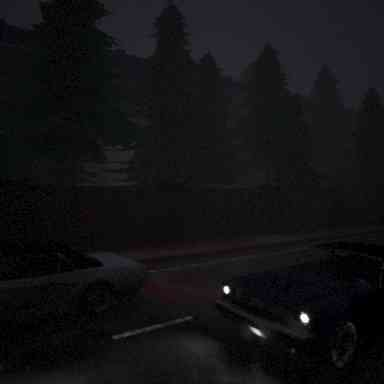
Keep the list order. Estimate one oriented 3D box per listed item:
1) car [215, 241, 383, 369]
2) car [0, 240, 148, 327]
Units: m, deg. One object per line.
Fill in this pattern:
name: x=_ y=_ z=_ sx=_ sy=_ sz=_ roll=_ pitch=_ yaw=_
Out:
car: x=2.709 y=1.632 z=5.870 sx=4.718 sy=1.301 sz=1.895 roll=0 pitch=0 yaw=-35
car: x=-3.280 y=1.604 z=5.933 sx=4.718 sy=1.301 sz=1.895 roll=0 pitch=0 yaw=-35
